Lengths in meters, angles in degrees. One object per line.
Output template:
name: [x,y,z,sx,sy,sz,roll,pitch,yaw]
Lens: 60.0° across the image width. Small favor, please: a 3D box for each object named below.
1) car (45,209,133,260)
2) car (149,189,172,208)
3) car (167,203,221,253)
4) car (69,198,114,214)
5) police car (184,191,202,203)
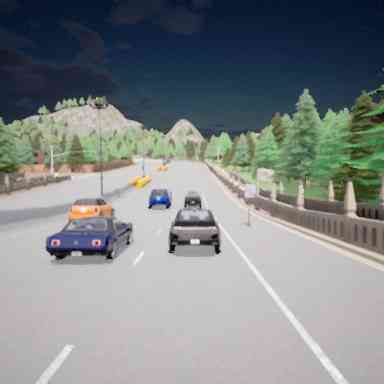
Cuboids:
car: [-3.400,1.518,12.049,1.895,1.301,4.718,0,0,0]
car: [-3.399,0.618,36.395,2.150,2.045,5.566,0,3,0]
car: [0.100,1.400,13.325,2.128,1.511,4.902,0,0,0]
car: [-6.900,1.191,23.269,2.097,1.767,4.553,0,1,0]
police car: [0.100,0.722,37.950,1.930,1.638,5.238,0,4,0]
